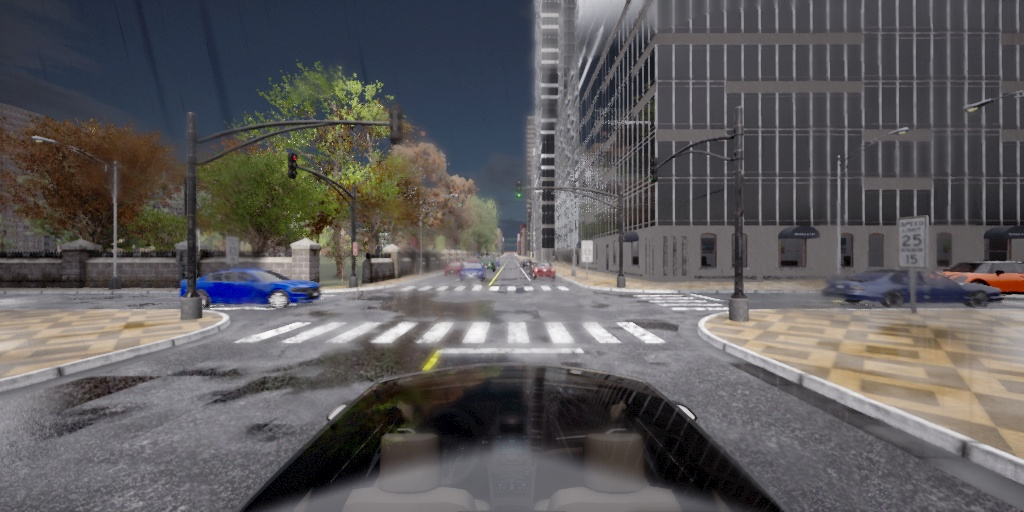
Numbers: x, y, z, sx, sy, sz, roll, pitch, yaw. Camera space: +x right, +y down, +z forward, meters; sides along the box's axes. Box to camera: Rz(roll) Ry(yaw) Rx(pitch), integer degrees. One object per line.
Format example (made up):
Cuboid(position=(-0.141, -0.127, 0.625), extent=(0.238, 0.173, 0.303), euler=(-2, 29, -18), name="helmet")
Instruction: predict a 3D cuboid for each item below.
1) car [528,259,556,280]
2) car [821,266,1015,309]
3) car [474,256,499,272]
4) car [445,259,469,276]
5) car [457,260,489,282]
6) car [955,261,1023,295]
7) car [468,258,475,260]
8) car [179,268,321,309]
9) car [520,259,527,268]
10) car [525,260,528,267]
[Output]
Cuboid(position=(2.653, 1.183, 30.960), extent=(1.967, 1.591, 4.097), euler=(0, 0, 0), name="car")
Cuboid(position=(15.280, 1.237, 13.912), extent=(5.357, 1.411, 2.033), euler=(0, 0, 1), name="car")
Cuboid(position=(-3.146, 0.961, 45.362), extent=(2.150, 2.045, 5.566), euler=(0, 0, 0), name="car")
Cuboid(position=(-5.736, 1.287, 36.627), extent=(1.888, 1.381, 4.507), euler=(0, 0, 0), name="car")
Cuboid(position=(-3.131, 1.270, 29.499), extent=(1.812, 1.442, 4.674), euler=(0, 0, -1), name="car")
Cuboid(position=(22.087, 1.031, 16.876), extent=(4.553, 1.767, 2.097), euler=(0, 0, 1), name="car")
Cuboid(position=(-5.743, 1.291, 42.310), extent=(2.007, 1.370, 4.403), euler=(0, 0, 0), name="car")
Cuboid(position=(-10.370, 1.258, 14.416), extent=(5.008, 1.535, 1.882), euler=(0, 0, 1), name="car")
Cuboid(position=(2.615, 1.298, 59.365), extent=(1.948, 1.339, 4.313), euler=(0, 0, 0), name="car")
Cuboid(position=(2.645, 1.308, 36.640), extent=(1.948, 1.339, 4.313), euler=(0, 0, 0), name="car")
